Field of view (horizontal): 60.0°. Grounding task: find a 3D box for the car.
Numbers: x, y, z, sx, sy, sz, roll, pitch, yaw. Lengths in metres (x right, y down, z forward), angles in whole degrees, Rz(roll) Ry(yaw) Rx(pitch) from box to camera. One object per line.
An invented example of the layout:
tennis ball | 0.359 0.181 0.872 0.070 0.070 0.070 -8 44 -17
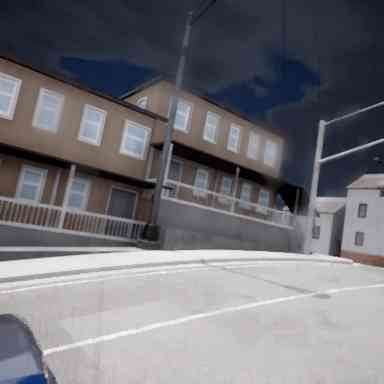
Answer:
car | -3.455 1.537 1.512 5.357 1.411 2.033 0 0 -35
